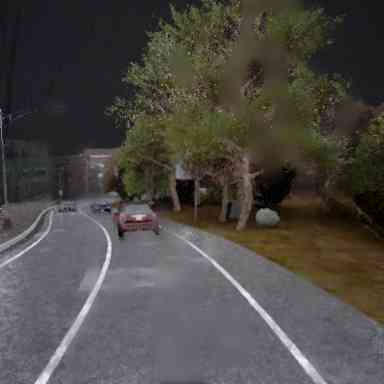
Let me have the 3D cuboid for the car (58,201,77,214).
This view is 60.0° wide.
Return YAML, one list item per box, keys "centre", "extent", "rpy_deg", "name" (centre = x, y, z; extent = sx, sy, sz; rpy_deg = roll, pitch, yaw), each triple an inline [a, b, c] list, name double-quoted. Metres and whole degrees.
- centre: [-15.086, 1.798, 40.217]
  extent: [1.994, 1.385, 4.181]
  rpy_deg: [-2, 1, -21]
  name: "car"

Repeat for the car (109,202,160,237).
- centre: [-3.196, 1.317, 18.365]
  extent: [2.097, 1.767, 4.553]
  rpy_deg: [-2, 0, -16]
  name: "car"

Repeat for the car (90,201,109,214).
- centre: [-10.270, 1.679, 37.122]
  extent: [1.895, 1.301, 4.718]
  rpy_deg: [-3, 1, -22]
  name: "car"
